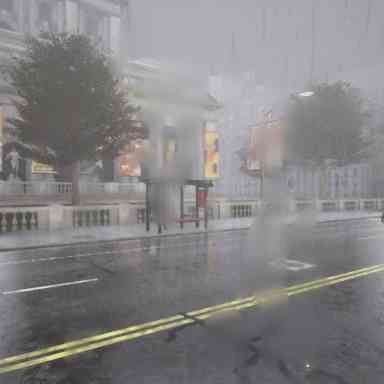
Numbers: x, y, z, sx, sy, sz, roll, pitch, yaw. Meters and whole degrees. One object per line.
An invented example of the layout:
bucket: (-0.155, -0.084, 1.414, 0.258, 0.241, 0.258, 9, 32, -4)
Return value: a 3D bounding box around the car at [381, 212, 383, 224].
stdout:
car: (14.912, 1.491, 22.897, 4.902, 1.511, 2.128, 0, 0, -35)
